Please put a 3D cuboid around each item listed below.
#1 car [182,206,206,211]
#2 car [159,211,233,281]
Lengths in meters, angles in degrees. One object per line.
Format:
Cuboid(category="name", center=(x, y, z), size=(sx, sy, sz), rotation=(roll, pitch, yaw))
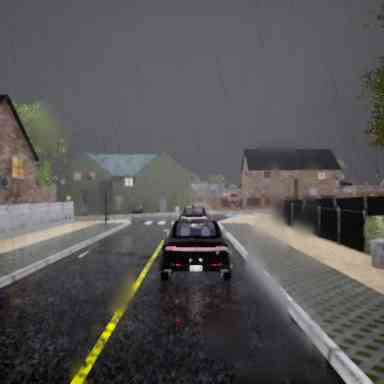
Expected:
Cuboid(category="car", center=(0.161, 1.628, 20.457), size=(2.128, 1.511, 4.902), rotation=(0, 0, 2))
Cuboid(category="car", center=(0.104, 1.557, 10.047), size=(2.128, 1.511, 4.902), rotation=(0, -1, 0))
